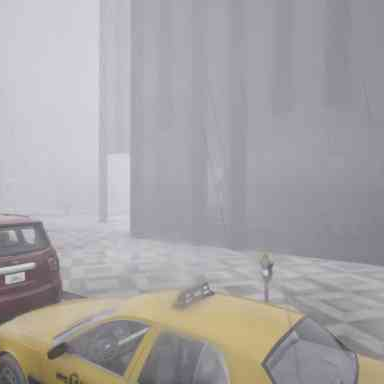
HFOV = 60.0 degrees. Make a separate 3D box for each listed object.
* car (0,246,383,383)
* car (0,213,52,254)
[{"bbox_3d":[-0.191,1.525,3.099,4.829,1.417,1.752,0,0,36],"label":"car"},{"bbox_3d":[-4.466,1.314,6.155,5.009,1.841,2.192,0,0,36],"label":"car"}]
